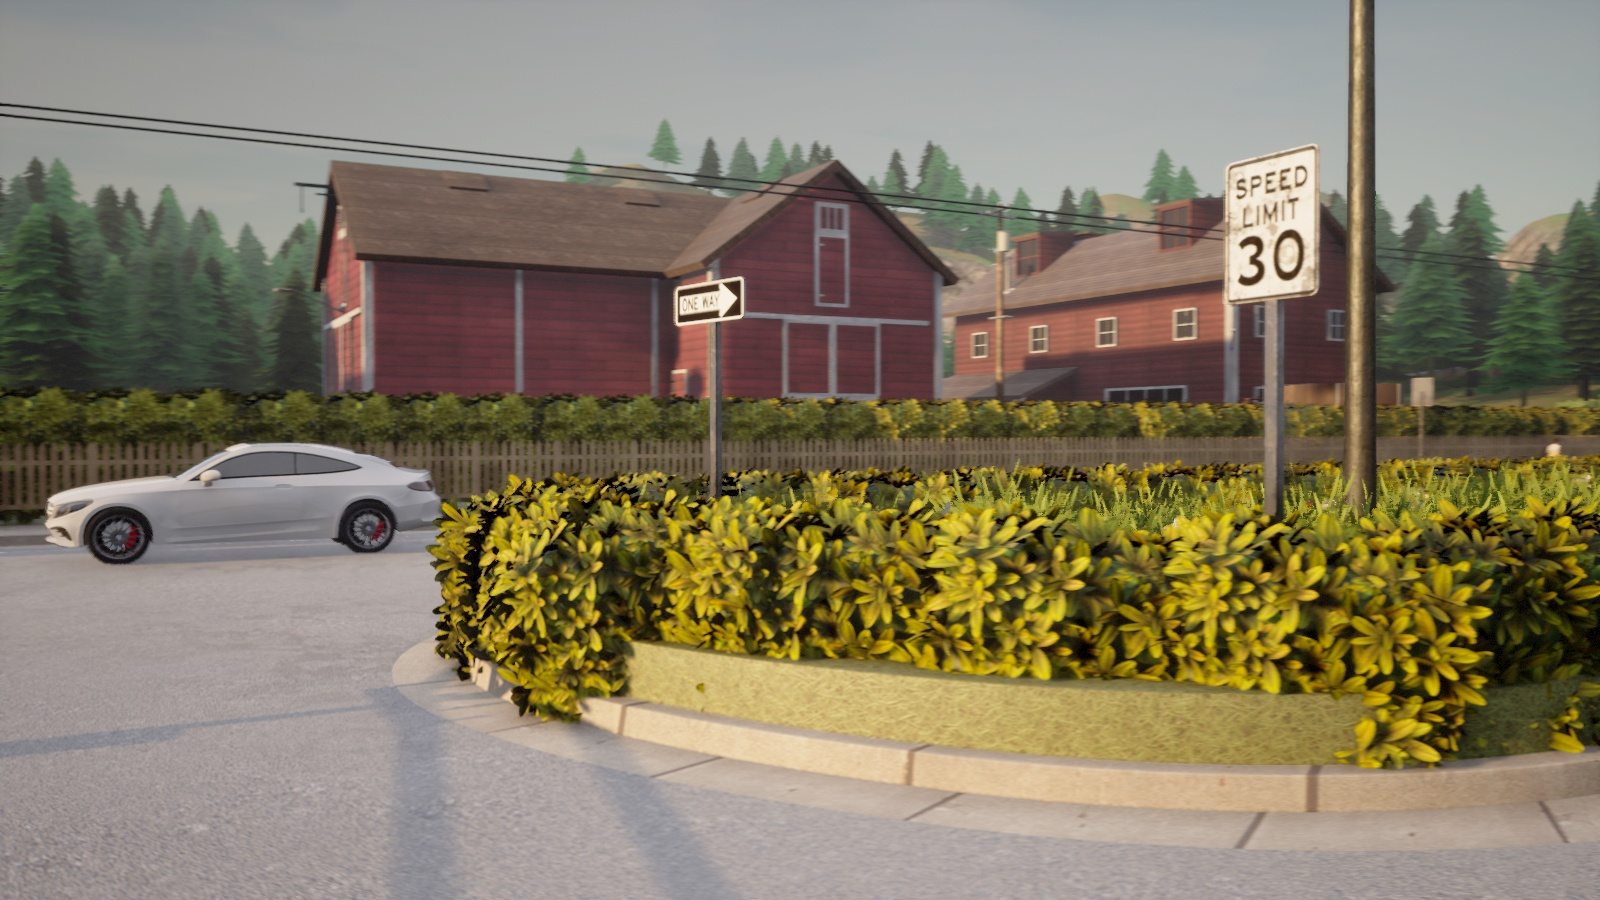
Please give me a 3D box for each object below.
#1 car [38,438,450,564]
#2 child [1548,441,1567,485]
[{"bbox_3d":[-7.135,0.574,16.362,4.674,1.442,1.812,0,1,-28],"label":"car"},{"bbox_3d":[21.895,0.365,36.289,0.437,1.263,0.270,0,1,-28],"label":"child"}]
